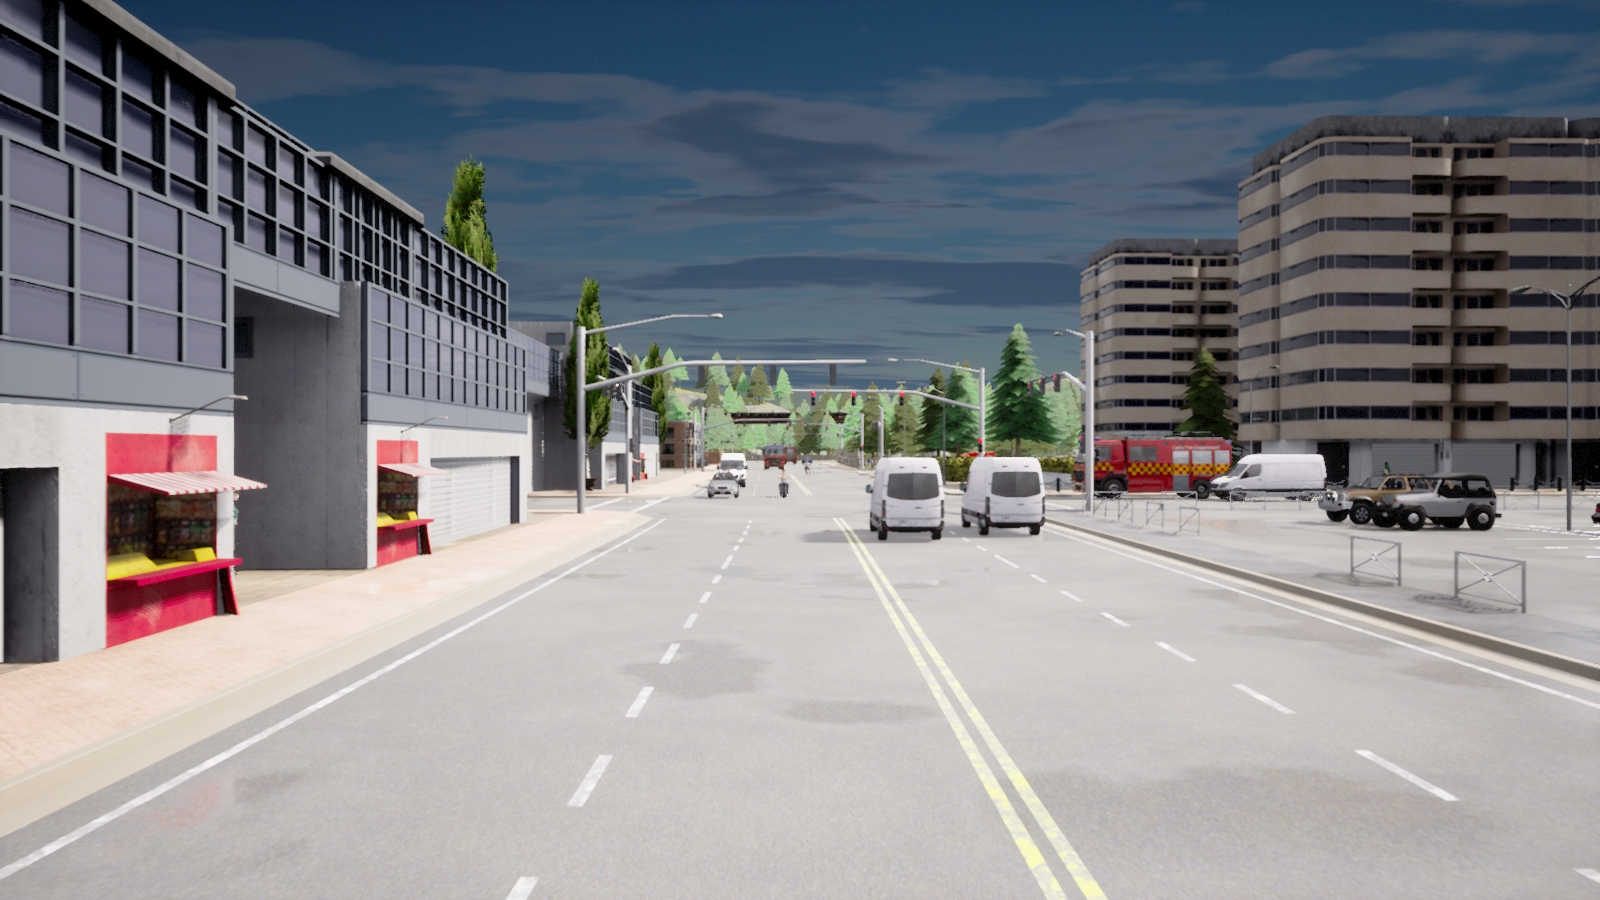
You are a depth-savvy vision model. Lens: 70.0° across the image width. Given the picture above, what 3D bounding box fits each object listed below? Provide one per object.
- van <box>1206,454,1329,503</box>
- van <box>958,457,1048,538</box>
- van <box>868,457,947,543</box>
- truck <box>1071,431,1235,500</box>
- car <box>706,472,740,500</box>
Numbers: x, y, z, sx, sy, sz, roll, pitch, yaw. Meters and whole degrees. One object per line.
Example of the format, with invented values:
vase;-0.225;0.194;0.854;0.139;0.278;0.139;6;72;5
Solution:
van;25.392;1.528;62.183;5.915;2.561;1.988;0;0;-2
van;6.884;1.531;39.382;1.988;2.561;5.915;0;0;-1
van;3.405;1.531;37.333;1.988;2.561;5.915;0;0;0
truck;20.151;0.883;65.521;8.468;3.827;2.891;0;0;-2
car;-4.432;2.059;66.342;1.816;1.474;4.193;0;0;-2
